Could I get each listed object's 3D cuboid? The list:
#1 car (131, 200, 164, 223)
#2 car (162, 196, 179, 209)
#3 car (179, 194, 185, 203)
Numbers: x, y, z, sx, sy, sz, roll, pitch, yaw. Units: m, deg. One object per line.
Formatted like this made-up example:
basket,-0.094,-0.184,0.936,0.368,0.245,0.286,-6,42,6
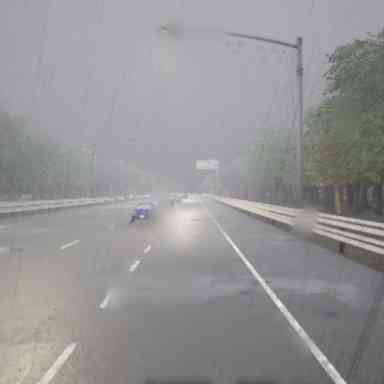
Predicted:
car,-3.466,1.546,25.322,1.812,1.442,4.674,0,0,0
car,-3.389,1.532,45.996,2.128,1.511,4.902,0,0,0
car,-3.215,1.601,73.207,2.033,1.411,5.357,0,0,0
